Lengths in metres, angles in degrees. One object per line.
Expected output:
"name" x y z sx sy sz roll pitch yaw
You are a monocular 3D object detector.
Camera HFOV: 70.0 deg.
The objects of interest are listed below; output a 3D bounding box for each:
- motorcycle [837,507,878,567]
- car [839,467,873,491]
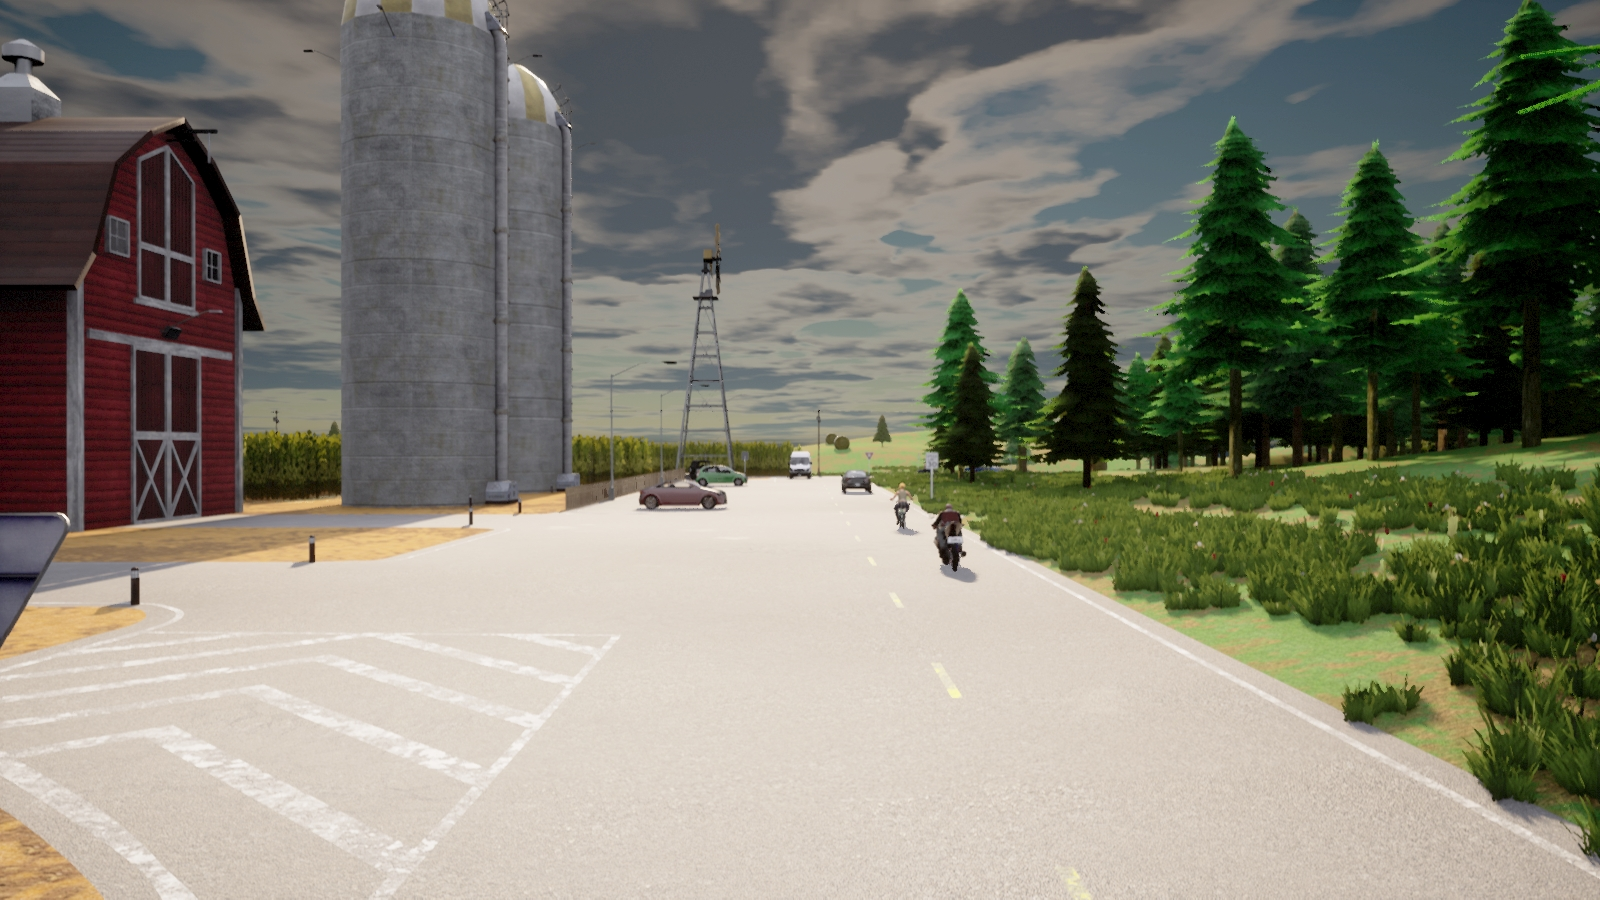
"motorcycle" 1.342 2.036 27.054 0.867 1.251 2.209 0 0 0
"car" 3.603 1.864 73.909 2.002 1.442 4.674 0 0 0
